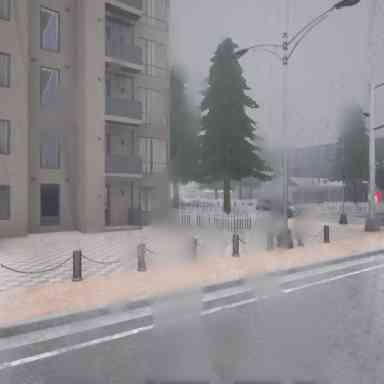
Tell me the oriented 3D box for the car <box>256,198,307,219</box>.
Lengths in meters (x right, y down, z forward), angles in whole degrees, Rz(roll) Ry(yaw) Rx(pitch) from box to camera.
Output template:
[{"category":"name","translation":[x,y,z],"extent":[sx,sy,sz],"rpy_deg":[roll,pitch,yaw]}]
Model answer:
[{"category":"car","translation":[7.862,1.367,29.589],"extent":[2.097,1.767,4.553],"rpy_deg":[0,0,-37]}]

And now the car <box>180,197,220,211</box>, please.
[{"category":"car","translation":[0.869,1.579,38.838],"extent":[1.994,1.385,4.181],"rpy_deg":[0,0,-37]}]

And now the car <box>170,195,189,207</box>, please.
[{"category":"car","translation":[-3.260,1.563,50.377],"extent":[2.033,1.411,5.357],"rpy_deg":[0,0,-37]}]

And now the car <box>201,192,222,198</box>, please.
[{"category":"car","translation":[5.388,1.113,92.658],"extent":[1.932,1.855,4.605],"rpy_deg":[0,0,-37]}]

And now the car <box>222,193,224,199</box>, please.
[{"category":"car","translation":[7.474,1.092,94.722],"extent":[1.905,1.878,3.866],"rpy_deg":[0,0,-37]}]
